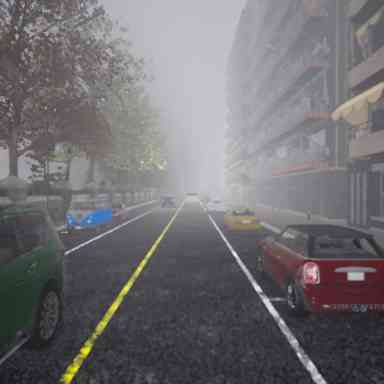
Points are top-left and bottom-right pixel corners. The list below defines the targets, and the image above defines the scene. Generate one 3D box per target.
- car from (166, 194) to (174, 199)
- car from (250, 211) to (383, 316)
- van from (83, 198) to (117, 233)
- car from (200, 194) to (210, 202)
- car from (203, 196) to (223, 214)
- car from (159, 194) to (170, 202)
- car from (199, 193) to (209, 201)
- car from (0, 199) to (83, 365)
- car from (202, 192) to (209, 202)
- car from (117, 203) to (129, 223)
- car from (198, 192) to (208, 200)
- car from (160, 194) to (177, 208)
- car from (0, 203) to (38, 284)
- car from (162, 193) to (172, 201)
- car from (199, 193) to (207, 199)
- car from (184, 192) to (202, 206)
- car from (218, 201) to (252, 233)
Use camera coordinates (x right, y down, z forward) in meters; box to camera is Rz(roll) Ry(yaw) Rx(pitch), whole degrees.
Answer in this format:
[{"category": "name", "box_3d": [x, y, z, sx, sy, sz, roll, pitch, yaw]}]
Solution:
[{"category": "car", "box_3d": [-5.666, 1.180, 86.234, 2.008, 1.369, 4.403, 0, 0, 0]}, {"category": "car", "box_3d": [2.693, 1.401, 7.408, 1.967, 1.590, 4.097, 0, 0, 0]}, {"category": "van", "box_3d": [-5.684, 1.245, 18.669, 1.690, 1.788, 3.998, 0, 0, 0]}, {"category": "car", "box_3d": [2.709, 1.235, 69.342, 1.887, 1.381, 4.507, 0, 0, 0]}, {"category": "car", "box_3d": [2.362, 1.367, 32.321, 1.812, 1.442, 4.674, 0, 0, 0]}, {"category": "car", "box_3d": [-5.671, 1.129, 69.344, 1.967, 1.590, 4.097, 0, 0, 0]}, {"category": "car", "box_3d": [2.711, 1.110, 74.971, 1.967, 1.590, 4.097, 0, 0, 0]}, {"category": "car", "box_3d": [-3.098, 1.203, 3.256, 2.150, 2.045, 5.566, 0, 0, 0]}, {"category": "car", "box_3d": [2.708, 1.255, 63.711, 1.887, 1.381, 4.507, 0, 0, 0]}, {"category": "car", "box_3d": [-5.683, 1.460, 24.301, 1.802, 1.307, 4.206, 0, 0, 0]}, {"category": "car", "box_3d": [2.712, 0.965, 80.600, 2.192, 1.841, 5.009, 0, 0, 0]}, {"category": "car", "box_3d": [-3.074, 1.293, 44.334, 1.837, 1.490, 4.892, 0, 0, 0]}, {"category": "car", "box_3d": [-5.687, 1.275, 7.409, 2.192, 1.841, 5.009, 0, 0, 0]}, {"category": "car", "box_3d": [-5.670, 1.109, 74.972, 1.967, 1.590, 4.097, 0, 0, 0]}, {"category": "car", "box_3d": [2.714, 1.070, 86.232, 1.967, 1.590, 4.097, 0, 0, 0]}, {"category": "car", "box_3d": [0.015, 0.983, 50.708, 2.150, 2.045, 5.566, 0, 0, 0]}, {"category": "car", "box_3d": [2.696, 1.430, 18.839, 1.752, 1.417, 4.829, 0, 0, 0]}]
